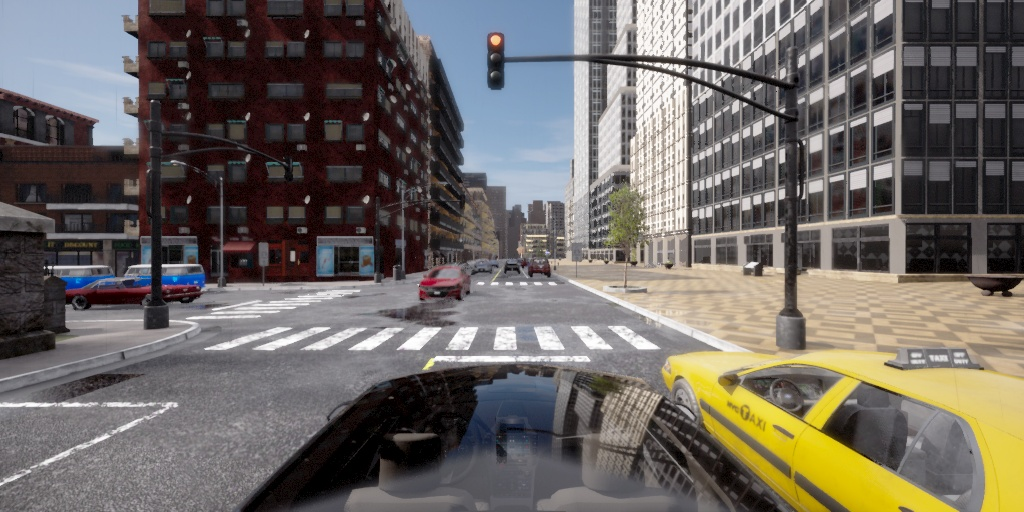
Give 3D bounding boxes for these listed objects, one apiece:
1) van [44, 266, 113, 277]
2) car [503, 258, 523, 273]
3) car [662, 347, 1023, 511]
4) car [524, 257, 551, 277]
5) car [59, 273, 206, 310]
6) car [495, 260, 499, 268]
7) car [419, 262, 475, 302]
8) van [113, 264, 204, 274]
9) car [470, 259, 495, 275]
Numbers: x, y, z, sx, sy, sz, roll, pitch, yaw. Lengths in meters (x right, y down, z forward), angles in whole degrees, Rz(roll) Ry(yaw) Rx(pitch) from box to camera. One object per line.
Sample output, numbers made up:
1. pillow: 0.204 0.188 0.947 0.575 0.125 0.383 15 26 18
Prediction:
1. van: -26.348 1.481 21.439 3.998 1.789 1.690 0 0 -1
2. car: 0.007 1.273 44.074 1.837 1.490 4.892 0 0 0
3. car: 2.690 1.275 2.554 1.751 1.417 4.829 0 0 0
4. car: 2.616 1.074 34.796 2.192 1.841 5.009 0 0 0
5. car: -16.578 1.603 15.758 4.718 1.301 1.895 -1 0 -1
6. car: -3.199 1.338 60.112 2.033 1.411 5.357 0 0 0
7. car: -3.140 1.266 17.501 1.882 1.535 5.008 0 0 0
8. van: -20.810 1.391 21.502 3.998 1.789 1.690 0 0 -1
9. car: -3.182 1.328 39.172 1.994 1.385 4.181 0 0 0
